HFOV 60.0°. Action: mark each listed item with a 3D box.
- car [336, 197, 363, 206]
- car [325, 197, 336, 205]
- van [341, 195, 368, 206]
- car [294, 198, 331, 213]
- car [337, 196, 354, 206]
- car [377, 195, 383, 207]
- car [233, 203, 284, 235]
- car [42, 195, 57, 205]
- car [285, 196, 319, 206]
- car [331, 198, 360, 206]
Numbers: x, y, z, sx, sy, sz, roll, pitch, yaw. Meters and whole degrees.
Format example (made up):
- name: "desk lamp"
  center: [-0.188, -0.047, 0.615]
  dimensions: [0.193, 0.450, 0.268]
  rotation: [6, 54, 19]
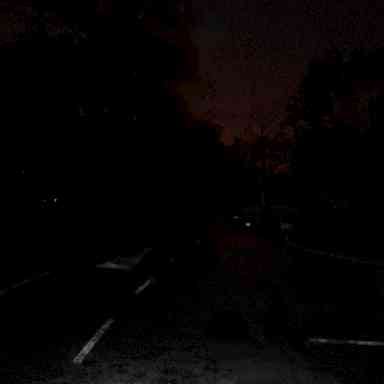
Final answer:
- name: "car"
  center: [32.211, 1.860, 68.216]
  dimensions: [4.553, 1.767, 2.185]
  rotation: [0, -2, 6]
- name: "car"
  center: [24.393, 1.650, 61.652]
  dimensions: [2.097, 1.767, 4.553]
  rotation: [0, -1, 6]
- name: "van"
  center: [31.832, 1.682, 65.205]
  dimensions: [4.442, 1.987, 1.878]
  rotation: [0, -1, 6]
- name: "car"
  center: [13.441, 1.609, 37.320]
  dimensions: [1.895, 1.301, 4.718]
  rotation: [0, 0, 1]
- name: "car"
  center: [27.349, 1.816, 58.295]
  dimensions: [1.994, 1.385, 4.181]
  rotation: [0, -1, 7]
- name: "car"
  center: [30.772, 1.541, 53.105]
  dimensions: [4.553, 1.767, 2.185]
  rotation: [0, -1, 5]
- name: "car"
  center: [3.760, 1.472, 18.906]
  dimensions: [1.882, 1.535, 5.008]
  rotation: [0, 0, 23]
- name: "car"
  center: [-23.343, 1.263, 54.701]
  dimensions: [2.097, 1.767, 4.553]
  rotation: [0, 0, -22]
- name: "car"
  center: [18.817, 1.398, 56.397]
  dimensions: [5.566, 2.045, 2.435]
  rotation: [0, -1, 5]
- name: "car"
  center: [32.708, 2.071, 71.094]
  dimensions: [5.366, 1.575, 1.946]
  rotation: [0, -2, 6]
